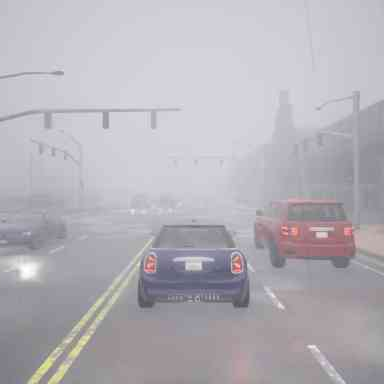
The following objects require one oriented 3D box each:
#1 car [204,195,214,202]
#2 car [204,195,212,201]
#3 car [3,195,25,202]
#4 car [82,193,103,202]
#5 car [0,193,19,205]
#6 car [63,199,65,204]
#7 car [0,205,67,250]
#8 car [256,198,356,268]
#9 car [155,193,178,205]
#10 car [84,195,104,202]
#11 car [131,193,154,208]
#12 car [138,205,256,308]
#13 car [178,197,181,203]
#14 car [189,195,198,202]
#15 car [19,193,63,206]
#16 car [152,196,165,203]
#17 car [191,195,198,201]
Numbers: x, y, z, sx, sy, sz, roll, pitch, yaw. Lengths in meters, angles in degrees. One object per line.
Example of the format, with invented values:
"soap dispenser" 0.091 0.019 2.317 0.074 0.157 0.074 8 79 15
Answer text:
"car" 3.902 1.524 76.644 1.812 1.442 4.674 0 0 1
"car" 4.170 1.525 87.756 2.128 1.511 4.902 0 0 1
"car" -39.050 1.364 73.030 3.905 1.438 1.784 0 0 0
"car" -21.590 1.156 70.181 3.866 1.878 1.905 0 0 0
"car" -39.110 1.153 70.134 4.605 1.855 1.932 0 0 0
"car" -21.523 1.156 50.558 3.866 1.878 1.905 0 0 0
"car" -6.873 1.526 14.341 1.812 1.442 4.674 1 0 -2
"car" 3.535 1.221 11.433 2.150 2.045 5.566 0 0 2
"car" -3.783 1.221 50.607 2.150 2.045 5.566 0 0 1
"car" -21.583 1.395 73.076 3.806 1.475 1.970 0 0 0
"car" -7.321 1.221 48.183 2.150 2.045 5.566 0 0 1
"car" 0.040 1.352 8.092 2.097 1.767 4.553 0 0 0
"car" -3.563 1.526 60.416 1.812 1.442 4.674 0 0 1
"car" 0.386 1.500 75.994 1.837 1.490 4.892 0 0 1
"car" -21.573 1.153 47.663 4.605 1.855 1.932 0 0 0
"car" -6.796 1.548 68.726 2.033 1.411 5.357 0 0 2
"car" 0.669 1.478 87.748 1.882 1.535 5.008 0 0 1
